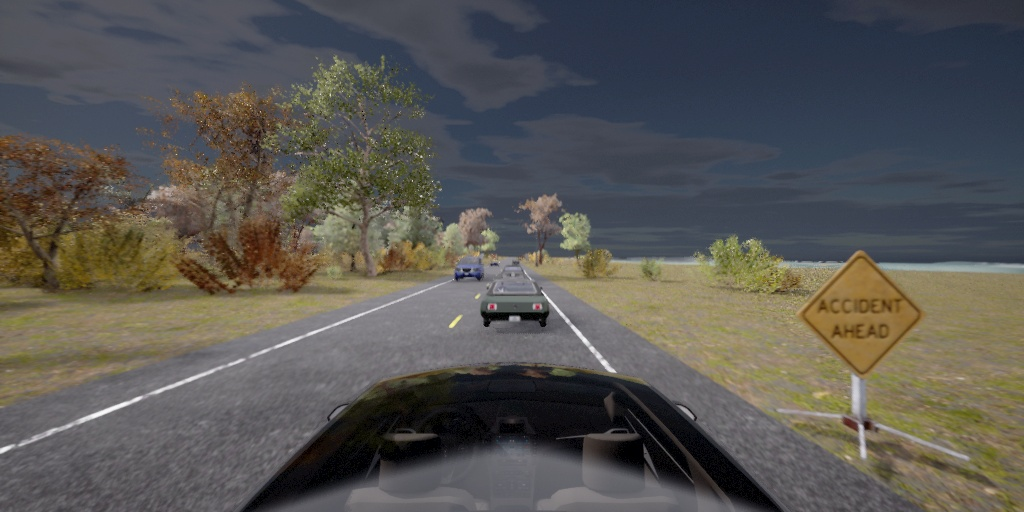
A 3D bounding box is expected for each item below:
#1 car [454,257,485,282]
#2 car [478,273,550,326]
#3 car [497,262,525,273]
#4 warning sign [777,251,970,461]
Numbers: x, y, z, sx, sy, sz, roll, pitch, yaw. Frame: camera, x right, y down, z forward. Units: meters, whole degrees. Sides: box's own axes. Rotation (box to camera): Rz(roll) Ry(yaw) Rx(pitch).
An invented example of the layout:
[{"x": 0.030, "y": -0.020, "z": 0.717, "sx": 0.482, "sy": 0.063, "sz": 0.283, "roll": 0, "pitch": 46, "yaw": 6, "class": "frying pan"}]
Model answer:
[{"x": -3.609, "y": 1.101, "z": 31.278, "sx": 2.150, "sy": 2.045, "sz": 5.566, "roll": 0, "pitch": 0, "yaw": 0, "class": "car"}, {"x": 0.086, "y": 1.396, "z": 11.795, "sx": 1.895, "sy": 1.301, "sz": 4.718, "roll": 0, "pitch": 0, "yaw": 0, "class": "car"}, {"x": 0.086, "y": 1.414, "z": 28.333, "sx": 2.033, "sy": 1.411, "sz": 5.357, "roll": 0, "pitch": 0, "yaw": 0, "class": "car"}, {"x": 3.549, "y": 0.874, "z": 3.662, "sx": 1.300, "sy": 1.860, "sz": 1.060, "roll": 0, "pitch": 0, "yaw": 0, "class": "warning sign"}]
